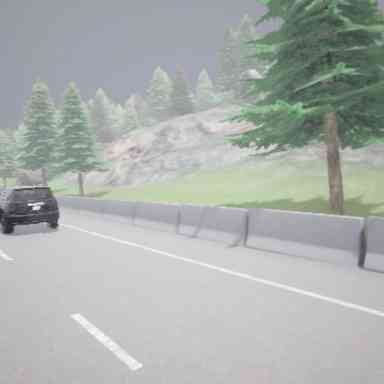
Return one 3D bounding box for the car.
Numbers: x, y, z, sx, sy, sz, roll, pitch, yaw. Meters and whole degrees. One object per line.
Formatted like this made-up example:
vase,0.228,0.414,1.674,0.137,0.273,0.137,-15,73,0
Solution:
car,-8.235,0.700,16.120,2.150,2.045,5.566,-4,4,-39
